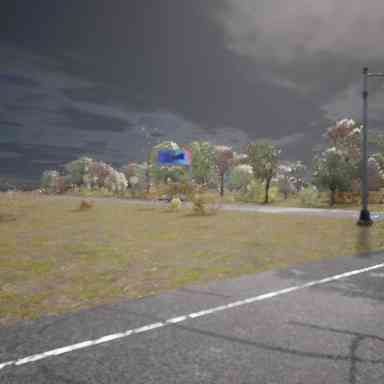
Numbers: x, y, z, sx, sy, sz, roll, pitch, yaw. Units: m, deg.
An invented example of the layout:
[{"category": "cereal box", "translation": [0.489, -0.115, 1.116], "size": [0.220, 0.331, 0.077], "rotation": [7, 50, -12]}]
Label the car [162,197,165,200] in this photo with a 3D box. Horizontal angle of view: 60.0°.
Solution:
[{"category": "car", "translation": [-5.666, 1.418, 68.551], "size": [1.895, 1.301, 4.718], "rotation": [0, 0, -34]}]

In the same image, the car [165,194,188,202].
[{"category": "car", "translation": [-2.648, 1.216, 64.137], "size": [2.097, 1.767, 4.553], "rotation": [0, 0, -33]}]
